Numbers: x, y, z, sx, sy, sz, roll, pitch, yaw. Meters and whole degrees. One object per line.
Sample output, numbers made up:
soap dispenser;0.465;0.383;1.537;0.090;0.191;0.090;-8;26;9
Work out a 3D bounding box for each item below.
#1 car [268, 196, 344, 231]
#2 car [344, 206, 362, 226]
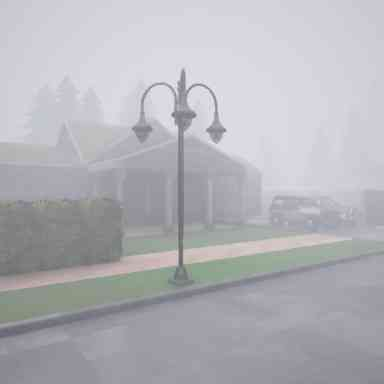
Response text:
car;6.219;1.173;19.122;1.905;1.878;3.866;0;0;-35
car;8.051;1.171;20.887;1.932;1.855;4.605;0;0;-35
